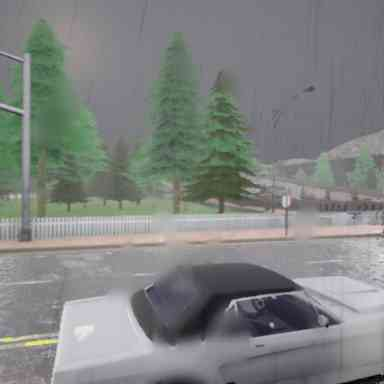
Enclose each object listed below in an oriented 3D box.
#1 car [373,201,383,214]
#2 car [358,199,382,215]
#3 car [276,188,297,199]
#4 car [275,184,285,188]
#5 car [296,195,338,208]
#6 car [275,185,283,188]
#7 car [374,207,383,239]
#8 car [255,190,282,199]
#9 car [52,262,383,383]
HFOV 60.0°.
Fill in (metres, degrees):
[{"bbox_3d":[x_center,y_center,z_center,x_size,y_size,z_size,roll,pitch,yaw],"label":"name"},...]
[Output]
[{"bbox_3d":[22.559,1.747,36.752,1.994,1.385,4.181,0,0,-20],"label":"car"},{"bbox_3d":[19.921,1.714,33.756,2.033,1.411,5.357,0,0,-20],"label":"car"},{"bbox_3d":[15.800,0.803,55.535,2.097,1.767,4.553,0,4,-19],"label":"car"},{"bbox_3d":[19.569,-1.025,76.502,2.128,1.511,4.902,0,7,-20],"label":"car"},{"bbox_3d":[16.488,1.607,43.232,2.033,1.411,5.357,0,2,-20],"label":"car"},{"bbox_3d":[15.539,-0.179,66.952,1.837,1.490,4.892,0,7,-20],"label":"car"},{"bbox_3d":[10.934,1.595,14.967,4.892,1.490,1.837,1,0,-18],"label":"car"},{"bbox_3d":[12.253,0.868,55.072,1.837,1.490,4.892,0,5,-19],"label":"car"},{"bbox_3d":[0.847,1.609,4.137,4.718,1.301,1.895,0,0,-18],"label":"car"}]
